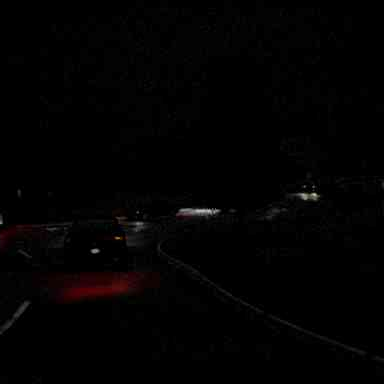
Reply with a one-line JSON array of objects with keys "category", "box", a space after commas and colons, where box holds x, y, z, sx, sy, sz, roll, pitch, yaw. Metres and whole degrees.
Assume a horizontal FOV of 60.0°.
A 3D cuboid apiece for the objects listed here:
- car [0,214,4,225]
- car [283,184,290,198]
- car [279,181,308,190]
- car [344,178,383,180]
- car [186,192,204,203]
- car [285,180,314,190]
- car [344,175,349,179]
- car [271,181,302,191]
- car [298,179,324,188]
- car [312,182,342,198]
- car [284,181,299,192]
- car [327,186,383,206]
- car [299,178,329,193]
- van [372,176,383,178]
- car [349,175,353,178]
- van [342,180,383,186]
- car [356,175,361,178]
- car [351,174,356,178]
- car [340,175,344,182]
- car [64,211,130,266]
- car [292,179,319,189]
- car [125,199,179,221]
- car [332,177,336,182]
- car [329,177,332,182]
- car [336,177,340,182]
[{"category": "car", "box": [-13.826, 1.612, 19.727, 4.674, 1.442, 1.812, 1, -1, -11]}, {"category": "car", "box": [10.325, 0.119, 42.827, 4.674, 1.442, 1.812, -6, 5, -45]}, {"category": "car", "box": [18.554, -1.156, 60.839, 4.792, 1.488, 2.163, -2, 2, 20]}, {"category": "car", "box": [19.494, -0.154, 35.353, 5.566, 2.045, 2.435, 0, 4, 22]}, {"category": "car", "box": [1.509, 0.576, 40.605, 4.674, 1.452, 2.002, -2, 2, 20]}, {"category": "car", "box": [20.413, -1.375, 63.090, 5.008, 1.535, 2.097, -2, 2, 20]}, {"category": "car", "box": [33.726, -2.671, 78.681, 5.008, 1.535, 2.097, -2, 3, 21]}, {"category": "car", "box": [16.627, -0.994, 58.617, 5.008, 1.535, 2.097, -2, 2, 20]}, {"category": "car", "box": [24.215, -1.755, 67.542, 4.892, 1.521, 2.231, -2, 3, 21]}, {"category": "car", "box": [17.628, -0.106, 40.279, 1.882, 1.535, 5.008, -5, 4, -41]}, {"category": "car", "box": [14.917, -0.813, 56.308, 5.366, 1.575, 1.946, -2, 2, 20]}, {"category": "car", "box": [15.530, 0.487, 30.911, 5.008, 1.535, 2.097, 0, 3, 22]}, {"category": "car", "box": [18.866, -0.845, 51.476, 2.097, 1.767, 4.553, 0, 4, 42]}, {"category": "van", "box": [25.633, -0.717, 41.999, 4.442, 1.987, 1.878, 0, 3, 22]}, {"category": "car", "box": [35.623, -2.836, 80.911, 5.008, 1.535, 2.097, -2, 2, 21]}, {"category": "van", "box": [17.634, 0.066, 33.080, 4.442, 1.987, 1.878, 0, 3, 22]}, {"category": "car", "box": [39.409, -3.401, 85.347, 5.566, 2.045, 2.435, -2, 2, 21]}, {"category": "car", "box": [37.366, -2.996, 83.195, 5.366, 1.575, 1.946, -2, 2, 21]}, {"category": "car", "box": [31.834, -2.623, 76.439, 4.553, 1.767, 2.185, -2, 3, 21]}, {"category": "car", "box": [-3.447, 1.596, 12.128, 1.882, 1.535, 5.008, 0, -1, -14]}, {"category": "car", "box": [22.317, -1.565, 65.315, 4.892, 1.521, 2.231, -2, 3, 20]}, {"category": "car", "box": [-3.220, 1.340, 27.028, 1.882, 1.535, 5.008, 0, 2, 41]}, {"category": "car", "box": [28.030, -2.260, 71.989, 4.553, 1.767, 2.185, -2, 3, 21]}, {"category": "car", "box": [26.113, -1.947, 69.776, 5.008, 1.535, 2.097, -2, 3, 21]}, {"category": "car", "box": [29.913, -2.279, 74.244, 4.674, 1.452, 2.002, -2, 2, 21]}]
